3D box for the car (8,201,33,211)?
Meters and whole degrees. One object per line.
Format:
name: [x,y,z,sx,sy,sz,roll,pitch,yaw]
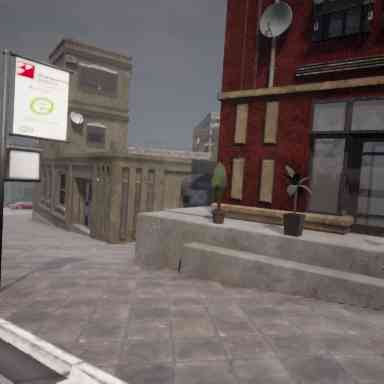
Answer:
car: [-26.715,2.162,52.520,1.882,1.535,5.008,4,-1,12]
